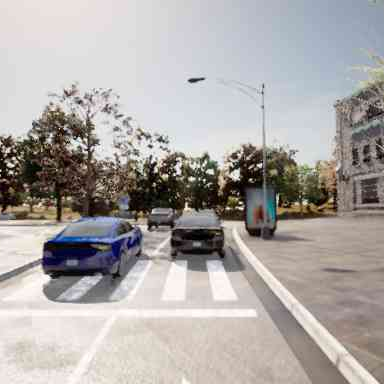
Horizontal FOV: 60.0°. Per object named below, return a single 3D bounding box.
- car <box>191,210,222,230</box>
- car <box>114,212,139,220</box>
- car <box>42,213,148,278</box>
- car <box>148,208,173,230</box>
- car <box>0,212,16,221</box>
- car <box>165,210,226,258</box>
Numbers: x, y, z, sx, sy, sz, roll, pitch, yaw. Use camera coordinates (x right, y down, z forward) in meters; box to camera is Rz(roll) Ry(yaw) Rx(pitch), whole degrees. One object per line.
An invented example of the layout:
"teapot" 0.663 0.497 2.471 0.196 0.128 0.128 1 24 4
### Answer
"car" 1.203 2.056 25.020 1.994 1.385 4.181 0 -4 8
"car" -12.481 4.617 63.404 4.181 1.385 1.994 -1 -4 4
"car" -2.754 1.513 10.261 1.882 1.535 5.008 0 0 1
"car" -2.071 1.940 24.434 2.128 1.511 4.902 0 -3 2
"car" -30.145 3.895 52.293 1.812 1.442 4.674 -2 -4 24
"car" 0.274 1.526 13.016 1.882 1.535 5.008 0 0 3
